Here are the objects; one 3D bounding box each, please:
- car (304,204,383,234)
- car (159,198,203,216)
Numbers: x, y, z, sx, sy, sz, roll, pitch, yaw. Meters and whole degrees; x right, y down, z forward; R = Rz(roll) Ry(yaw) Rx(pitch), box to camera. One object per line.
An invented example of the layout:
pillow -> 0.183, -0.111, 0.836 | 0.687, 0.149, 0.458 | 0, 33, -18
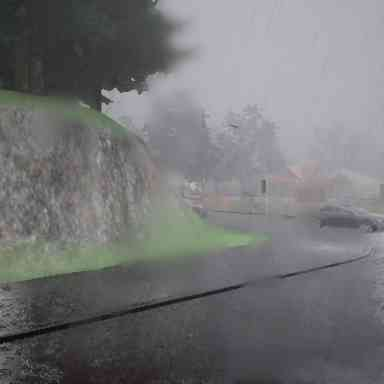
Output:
car -> 8.919, 1.492, 19.243 | 2.128, 1.511, 4.902 | 0, 0, -40
car -> -0.906, 1.351, 32.704 | 2.097, 1.767, 4.553 | 0, 0, -35
